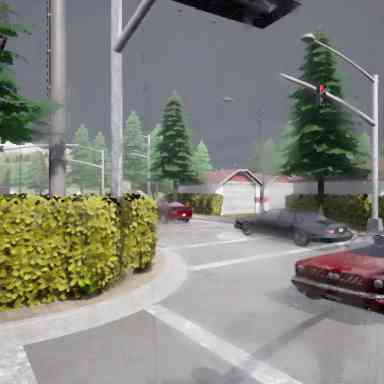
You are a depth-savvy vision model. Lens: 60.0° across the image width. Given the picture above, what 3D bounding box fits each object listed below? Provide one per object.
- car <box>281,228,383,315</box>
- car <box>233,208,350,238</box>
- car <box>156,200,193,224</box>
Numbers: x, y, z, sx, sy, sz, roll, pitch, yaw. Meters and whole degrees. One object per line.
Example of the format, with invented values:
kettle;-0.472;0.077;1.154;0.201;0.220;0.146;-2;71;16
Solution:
car;4.253;1.541;7.059;4.718;1.301;1.895;0;-1;-36
car;4.253;1.422;14.787;2.033;1.411;5.357;0;2;-35
car;-1.945;1.305;23.380;1.882;1.535;5.008;-1;1;-35
